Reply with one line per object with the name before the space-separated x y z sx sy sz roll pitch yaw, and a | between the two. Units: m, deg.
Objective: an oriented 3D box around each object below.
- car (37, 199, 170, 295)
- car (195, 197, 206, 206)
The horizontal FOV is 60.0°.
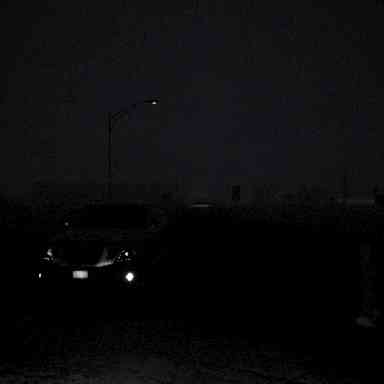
car | -1.947 1.229 9.128 2.150 2.045 5.566 0 0 4
car | 1.614 1.624 58.993 2.033 1.411 5.357 0 0 4
